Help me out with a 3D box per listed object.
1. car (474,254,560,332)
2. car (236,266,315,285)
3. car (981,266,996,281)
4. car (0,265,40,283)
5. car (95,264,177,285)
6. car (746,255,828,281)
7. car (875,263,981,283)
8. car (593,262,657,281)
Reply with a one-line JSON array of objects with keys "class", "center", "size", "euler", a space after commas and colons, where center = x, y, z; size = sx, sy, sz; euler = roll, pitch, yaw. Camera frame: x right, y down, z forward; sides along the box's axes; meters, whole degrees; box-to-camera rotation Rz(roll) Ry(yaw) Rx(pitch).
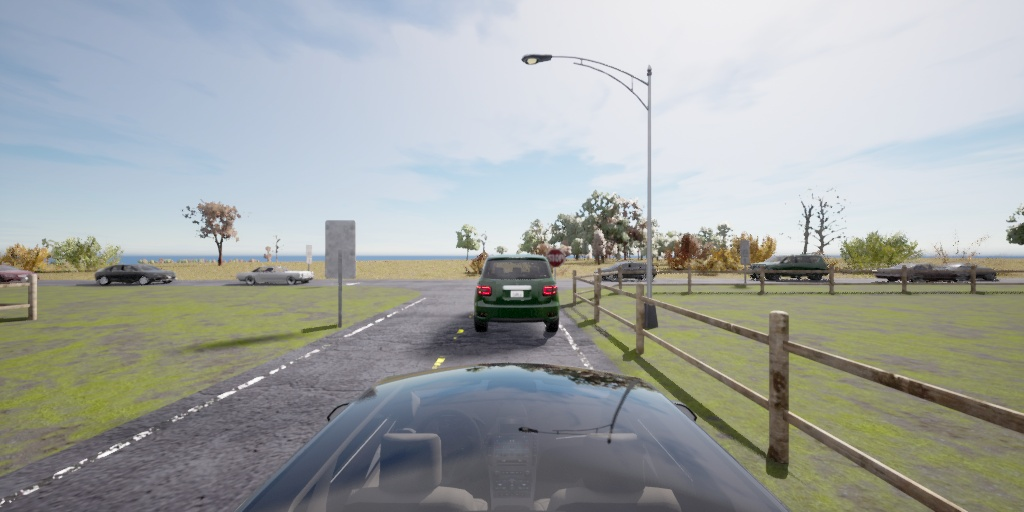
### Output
[{"class": "car", "center": [0.123, 0.971, 10.942], "size": [2.150, 2.045, 5.566], "euler": [0, 0, 0]}, {"class": "car", "center": [-17.040, 1.394, 26.064], "size": [4.718, 1.301, 1.895], "euler": [0, 0, 1]}, {"class": "car", "center": [35.330, 1.238, 28.464], "size": [4.181, 1.385, 1.994], "euler": [0, 0, 1]}, {"class": "car", "center": [-37.770, 1.380, 26.293], "size": [4.674, 1.442, 1.812], "euler": [0, 0, 1]}, {"class": "car", "center": [-27.379, 1.328, 26.173], "size": [4.892, 1.490, 1.837], "euler": [0, 0, 1]}, {"class": "car", "center": [21.871, 0.914, 28.616], "size": [5.566, 2.045, 2.150], "euler": [0, 0, 0]}, {"class": "car", "center": [29.305, 1.229, 25.596], "size": [5.357, 1.411, 2.033], "euler": [0, 0, 0]}, {"class": "car", "center": [8.993, 1.227, 28.747], "size": [4.892, 1.490, 1.837], "euler": [0, 0, 1]}]
